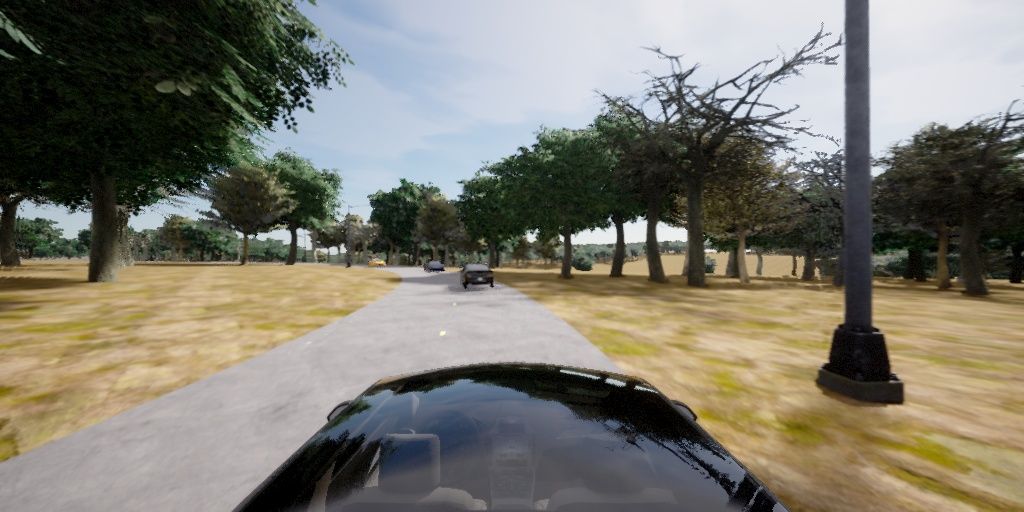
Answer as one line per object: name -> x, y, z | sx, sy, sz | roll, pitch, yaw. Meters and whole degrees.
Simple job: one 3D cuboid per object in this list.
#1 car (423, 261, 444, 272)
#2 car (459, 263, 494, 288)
car -> -10.336, 1.321, 47.241 | 1.994, 1.385, 4.181 | 0, 0, -25
car -> -2.413, 1.222, 23.777 | 1.882, 1.535, 5.008 | 0, 0, -12
